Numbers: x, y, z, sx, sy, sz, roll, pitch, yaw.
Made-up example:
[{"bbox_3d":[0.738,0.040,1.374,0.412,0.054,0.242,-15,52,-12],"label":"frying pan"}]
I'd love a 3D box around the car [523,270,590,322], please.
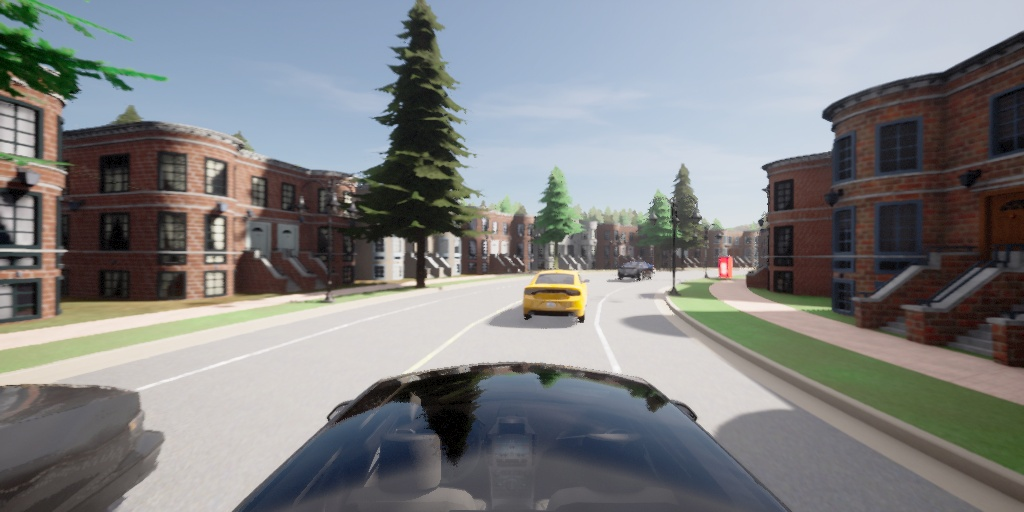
[{"bbox_3d":[1.660,1.233,12.598,1.882,1.535,5.008,0,0,13],"label":"car"}]

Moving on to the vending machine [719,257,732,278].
[{"bbox_3d":[19.307,1.061,32.429,0.880,2.100,1.100,0,0,-42],"label":"vending machine"}]

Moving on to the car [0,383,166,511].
[{"bbox_3d":[-3.524,1.275,0.275,2.033,1.411,5.357,0,0,-1],"label":"car"}]

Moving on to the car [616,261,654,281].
[{"bbox_3d":[10.592,1.299,30.557,2.128,1.511,4.902,0,0,38],"label":"car"}]
